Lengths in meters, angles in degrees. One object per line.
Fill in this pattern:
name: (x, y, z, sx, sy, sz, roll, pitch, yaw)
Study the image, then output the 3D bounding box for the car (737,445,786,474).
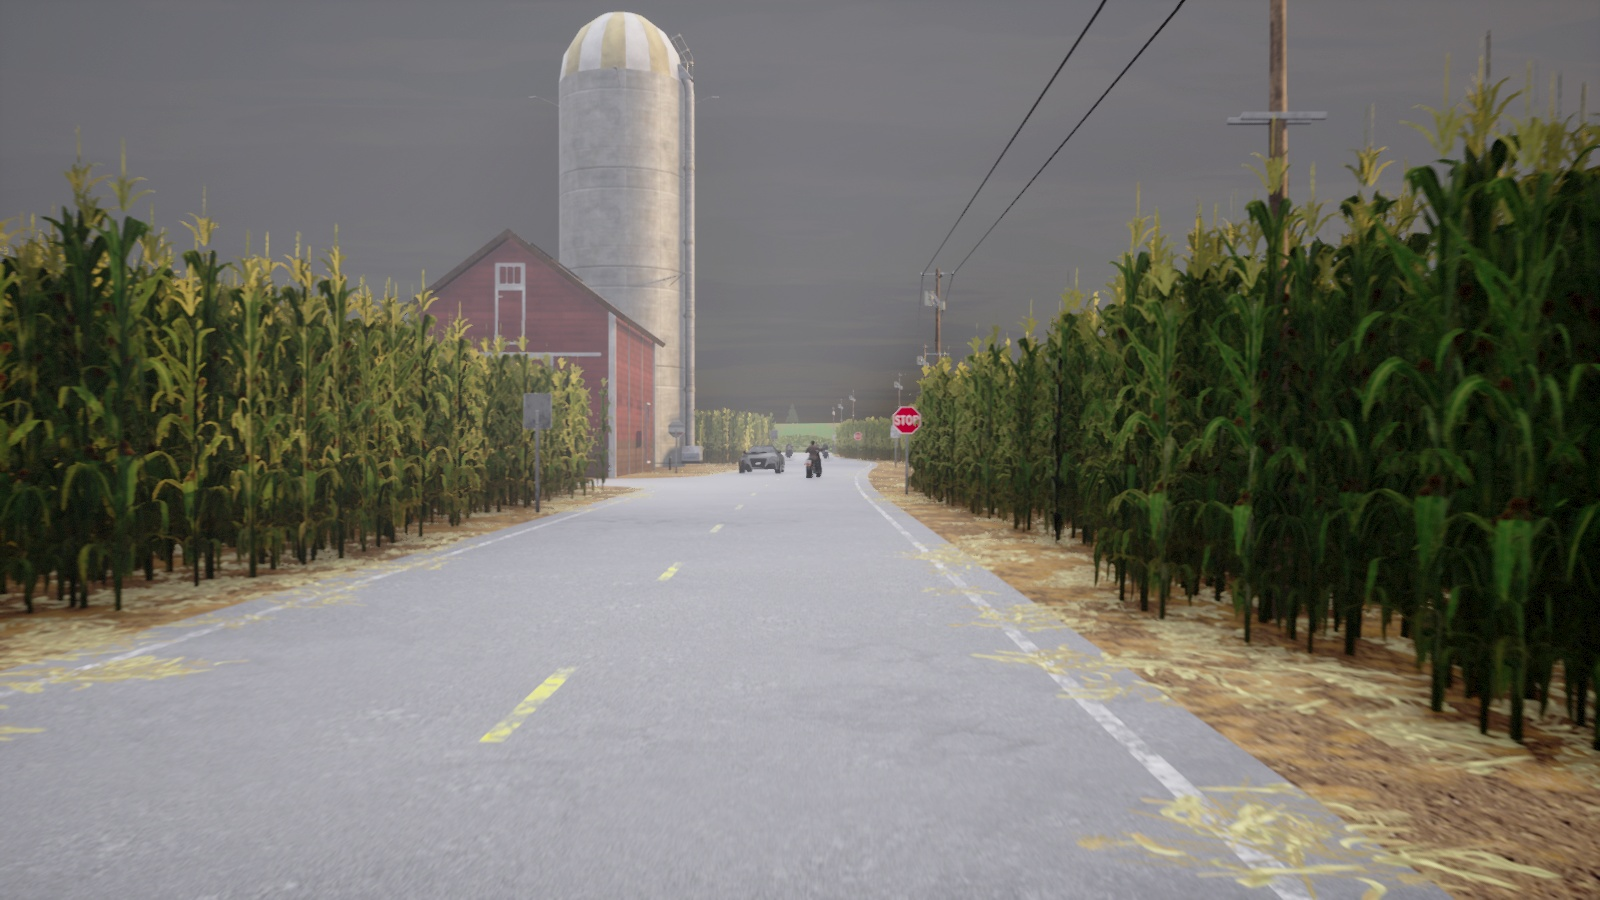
car: (-1.867, 0.457, 62.462, 1.994, 1.385, 4.181, 0, 0, 4)

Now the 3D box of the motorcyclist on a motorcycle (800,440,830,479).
motorcyclist on a motorcycle: (0.642, 0.395, 53.724, 0.766, 1.649, 2.350, -1, 0, 13)
